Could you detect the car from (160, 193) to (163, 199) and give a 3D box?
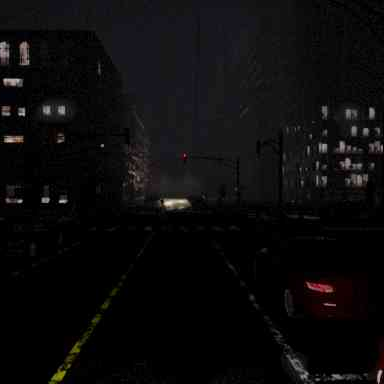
[{"bbox_3d":[-8.399,1.458,78.570,1.887,1.381,4.507,-1,0,-2],"label":"car"}]

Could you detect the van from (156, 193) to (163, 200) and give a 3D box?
[{"bbox_3d":[-8.791,1.229,89.857,1.690,1.788,3.998,-1,0,-2],"label":"van"}]

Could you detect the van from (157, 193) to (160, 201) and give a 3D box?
[{"bbox_3d":[-8.013,1.276,67.285,1.690,1.788,3.998,-1,0,-2],"label":"van"}]

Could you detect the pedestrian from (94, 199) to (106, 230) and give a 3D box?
[{"bbox_3d":[-5.373,1.286,19.142,0.375,1.860,0.375,-1,1,-2],"label":"pedestrian"}]

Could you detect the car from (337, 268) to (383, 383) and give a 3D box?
[{"bbox_3d":[2.648,1.544,1.418,1.887,1.381,4.507,-1,0,-2],"label":"car"}]

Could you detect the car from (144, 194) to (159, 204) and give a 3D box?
[{"bbox_3d":[-7.815,1.510,61.643,1.947,1.339,4.313,-1,0,-2],"label":"car"}]

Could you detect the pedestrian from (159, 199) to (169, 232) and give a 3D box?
[{"bbox_3d":[-1.619,1.287,18.673,0.375,1.860,0.375,-1,1,-2],"label":"pedestrian"}]

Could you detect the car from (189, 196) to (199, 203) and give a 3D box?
[{"bbox_3d":[0.331,1.479,67.606,1.887,1.381,4.507,-1,0,-2],"label":"car"}]

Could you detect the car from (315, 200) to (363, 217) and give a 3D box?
[{"bbox_3d":[14.068,1.543,31.099,4.892,1.490,1.837,0,1,-1],"label":"car"}]

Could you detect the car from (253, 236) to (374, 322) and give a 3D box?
[{"bbox_3d":[2.456,1.579,6.996,1.802,1.307,4.206,-1,0,-2],"label":"car"}]

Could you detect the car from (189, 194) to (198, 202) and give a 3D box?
[{"bbox_3d":[0.914,1.401,50.678,1.967,1.590,4.097,-1,0,-2],"label":"car"}]

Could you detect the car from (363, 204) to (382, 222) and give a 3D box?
[{"bbox_3d":[15.873,1.690,25.220,4.403,1.369,2.008,0,1,-1],"label":"car"}]

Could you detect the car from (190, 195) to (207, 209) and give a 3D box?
[{"bbox_3d":[1.110,1.513,45.036,1.887,1.381,4.507,-1,0,-2],"label":"car"}]

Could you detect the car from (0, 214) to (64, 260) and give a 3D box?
[{"bbox_3d":[-6.111,1.546,12.248,2.008,1.369,4.403,-1,0,-2],"label":"car"}]

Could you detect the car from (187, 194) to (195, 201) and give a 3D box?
[{"bbox_3d":[-0.248,1.341,84.533,1.967,1.590,4.097,-1,0,-2],"label":"car"}]

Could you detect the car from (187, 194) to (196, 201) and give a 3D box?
[{"bbox_3d":[-0.059,1.353,78.890,1.967,1.590,4.097,-1,0,-2],"label":"car"}]

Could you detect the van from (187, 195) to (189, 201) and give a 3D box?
[{"bbox_3d":[0.524,1.285,61.963,1.690,1.788,3.998,-1,0,-2],"label":"van"}]

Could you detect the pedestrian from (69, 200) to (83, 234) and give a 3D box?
[{"bbox_3d":[-6.258,1.287,17.910,0.375,1.860,0.375,-1,1,-2],"label":"pedestrian"}]
